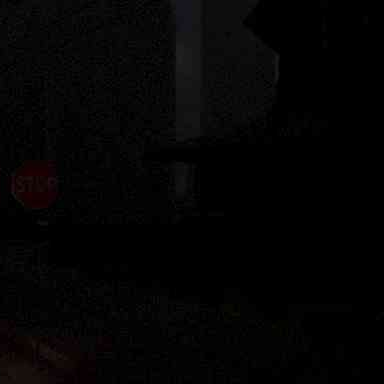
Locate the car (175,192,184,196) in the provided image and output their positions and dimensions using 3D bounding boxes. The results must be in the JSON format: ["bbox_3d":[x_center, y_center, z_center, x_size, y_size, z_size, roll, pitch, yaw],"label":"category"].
[{"bbox_3d":[-3.650,0.779,85.651,4.193,1.474,1.816,1,1,37],"label":"car"}]
